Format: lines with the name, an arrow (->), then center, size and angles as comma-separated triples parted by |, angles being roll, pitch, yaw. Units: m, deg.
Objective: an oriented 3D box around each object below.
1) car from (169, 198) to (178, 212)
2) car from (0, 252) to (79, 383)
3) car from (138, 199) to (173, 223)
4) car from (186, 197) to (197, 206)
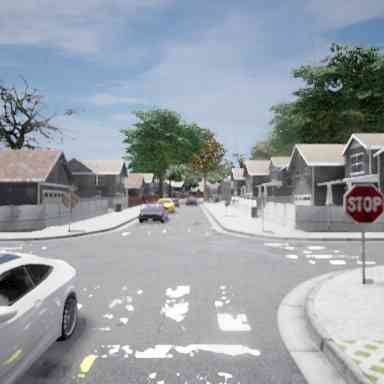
car -> -2.883, 1.474, 36.041 | 1.882, 1.535, 5.008 | 0, 0, 0
car -> -2.752, 1.531, 3.792 | 1.812, 1.442, 4.674 | 0, 0, 0
car -> -2.871, 1.544, 25.548 | 2.033, 1.411, 5.357 | 0, 0, 0
car -> -0.063, 1.549, 55.111 | 2.033, 1.411, 5.357 | 0, 0, 0
